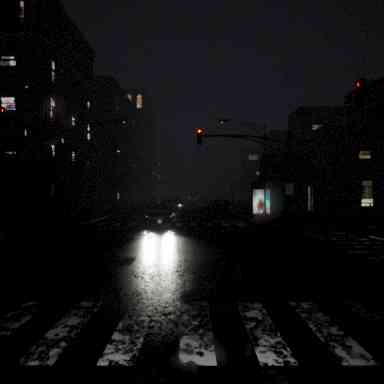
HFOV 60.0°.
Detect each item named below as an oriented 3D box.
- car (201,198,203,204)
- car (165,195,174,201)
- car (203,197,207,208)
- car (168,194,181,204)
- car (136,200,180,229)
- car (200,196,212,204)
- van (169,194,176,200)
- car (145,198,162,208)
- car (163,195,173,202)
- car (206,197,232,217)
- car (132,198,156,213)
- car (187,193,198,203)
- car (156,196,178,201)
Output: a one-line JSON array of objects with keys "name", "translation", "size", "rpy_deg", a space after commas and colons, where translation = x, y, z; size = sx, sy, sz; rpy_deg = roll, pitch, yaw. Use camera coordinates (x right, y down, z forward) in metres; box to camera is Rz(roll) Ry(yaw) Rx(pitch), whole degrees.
[{"name": "car", "translation": [2.726, 1.566, 48.894], "size": [2.008, 1.369, 4.403], "rpy_deg": [0, 0, 0]}, {"name": "car", "translation": [-5.627, 1.584, 82.897], "size": [1.752, 1.417, 4.829], "rpy_deg": [-1, 0, 0]}, {"name": "car", "translation": [2.721, 1.593, 43.197], "size": [1.802, 1.307, 4.206], "rpy_deg": [0, 0, 0]}, {"name": "car", "translation": [-2.980, 1.506, 61.730], "size": [1.882, 1.535, 5.008], "rpy_deg": [0, 0, 1]}, {"name": "car", "translation": [-2.338, 1.466, 21.591], "size": [2.128, 1.511, 4.902], "rpy_deg": [0, -1, -11]}, {"name": "car", "translation": [2.740, 1.585, 65.983], "size": [2.008, 1.369, 4.403], "rpy_deg": [-1, 0, 0]}, {"name": "van", "translation": [-5.618, 1.421, 94.461], "size": [1.690, 1.788, 3.998], "rpy_deg": [-1, 0, 0]}, {"name": "car", "translation": [-5.655, 1.566, 48.888], "size": [2.008, 1.369, 4.403], "rpy_deg": [0, 0, 0]}, {"name": "car", "translation": [-5.632, 1.490, 77.370], "size": [1.967, 1.590, 4.097], "rpy_deg": [0, 0, 0]}, {"name": "car", "translation": [2.711, 1.443, 31.803], "size": [1.967, 1.590, 4.097], "rpy_deg": [0, 0, 0]}, {"name": "car", "translation": [-5.664, 1.557, 37.495], "size": [2.008, 1.369, 4.403], "rpy_deg": [0, 0, 0]}, {"name": "car", "translation": [0.145, 1.262, 70.516], "size": [2.150, 2.045, 5.566], "rpy_deg": [0, 0, 0]}, {"name": "car", "translation": [-3.067, 1.555, 39.342], "size": [2.033, 1.411, 5.357], "rpy_deg": [0, 0, 0]}]
